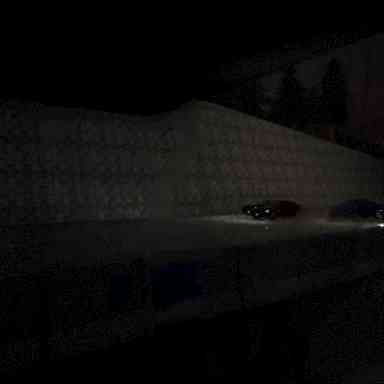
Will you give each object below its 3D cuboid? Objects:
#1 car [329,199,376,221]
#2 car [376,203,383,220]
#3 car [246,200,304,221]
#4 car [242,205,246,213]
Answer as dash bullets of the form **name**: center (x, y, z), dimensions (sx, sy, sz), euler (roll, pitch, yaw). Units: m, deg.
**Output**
- **car**: center (12.381, 1.278, 25.112), dimensions (5.008, 1.535, 1.882), euler (0, 0, -34)
- **car**: center (14.926, 1.156, 22.607), dimensions (4.553, 1.767, 2.097), euler (-1, 1, -34)
- **car**: center (6.657, 1.345, 25.475), dimensions (4.674, 1.442, 1.812), euler (0, 0, -34)
- **car**: center (6.732, 1.394, 29.747), dimensions (4.718, 1.301, 1.895), euler (0, 0, -34)
